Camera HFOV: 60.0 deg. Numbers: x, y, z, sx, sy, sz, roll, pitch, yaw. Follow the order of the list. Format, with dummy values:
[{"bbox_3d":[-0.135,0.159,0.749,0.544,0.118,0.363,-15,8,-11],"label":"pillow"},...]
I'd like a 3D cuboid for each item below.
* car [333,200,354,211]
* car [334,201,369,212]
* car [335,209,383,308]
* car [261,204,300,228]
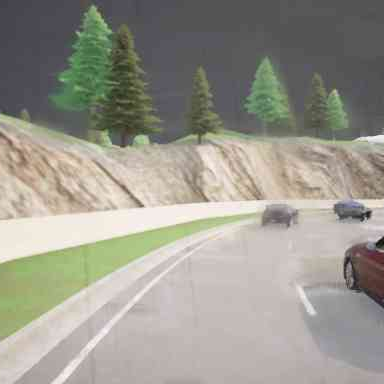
[{"bbox_3d":[17.731,1.638,37.423,5.008,1.535,1.882,1,0,-42],"label":"car"},{"bbox_3d":[13.844,1.726,28.053,1.895,1.301,4.718,0,0,37],"label":"car"},{"bbox_3d":[4.451,1.392,6.098,2.097,1.767,4.553,1,0,8],"label":"car"},{"bbox_3d":[6.141,1.563,22.858,1.837,1.490,4.892,0,0,27],"label":"car"}]
